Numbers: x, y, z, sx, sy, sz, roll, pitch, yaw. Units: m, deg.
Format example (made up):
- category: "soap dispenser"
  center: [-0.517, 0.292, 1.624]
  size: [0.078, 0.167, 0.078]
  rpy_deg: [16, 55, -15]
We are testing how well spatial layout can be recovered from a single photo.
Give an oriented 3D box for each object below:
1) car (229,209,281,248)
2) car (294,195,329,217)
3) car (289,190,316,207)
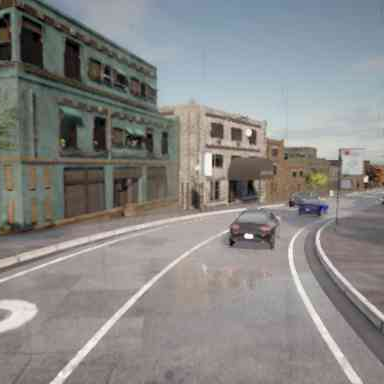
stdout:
- category: "car"
  center: [2.850, 1.477, 14.635]
  size: [1.812, 1.442, 4.674]
  rpy_deg: [2, 1, 18]
- category: "car"
  center: [11.304, 1.361, 30.750]
  size: [1.882, 1.535, 5.008]
  rpy_deg: [3, 2, 33]
- category: "car"
  center: [13.675, 0.826, 40.723]
  size: [2.150, 2.045, 5.566]
  rpy_deg: [4, 2, 35]
